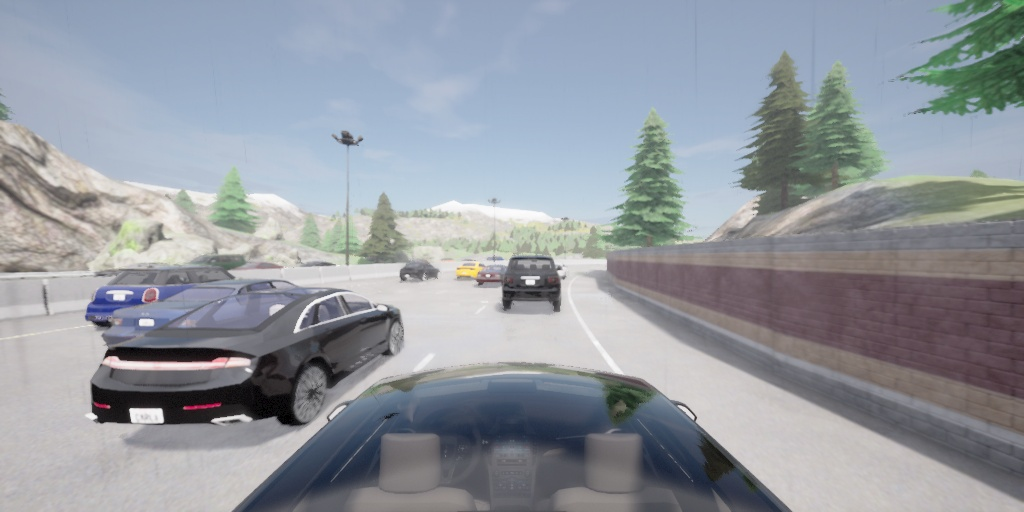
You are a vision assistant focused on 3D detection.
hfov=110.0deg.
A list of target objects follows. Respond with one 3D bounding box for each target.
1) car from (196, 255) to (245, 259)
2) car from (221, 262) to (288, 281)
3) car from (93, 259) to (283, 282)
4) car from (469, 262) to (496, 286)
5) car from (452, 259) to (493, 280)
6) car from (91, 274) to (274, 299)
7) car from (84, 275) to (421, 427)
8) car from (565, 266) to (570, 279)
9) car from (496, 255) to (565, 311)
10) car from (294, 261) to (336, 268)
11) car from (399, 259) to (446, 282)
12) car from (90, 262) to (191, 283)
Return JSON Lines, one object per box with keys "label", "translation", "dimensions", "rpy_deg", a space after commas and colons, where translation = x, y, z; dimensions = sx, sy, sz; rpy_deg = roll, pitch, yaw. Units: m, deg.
{"label": "car", "translation": [-25.271, 0.921, 30.251], "dimensions": [2.150, 2.045, 5.566], "rpy_deg": [0, 0, 11]}
{"label": "car", "translation": [-21.647, 1.237, 30.451], "dimensions": [1.812, 1.442, 4.674], "rpy_deg": [0, 0, 11]}
{"label": "car", "translation": [-9.923, 1.080, 11.308], "dimensions": [2.097, 1.767, 4.553], "rpy_deg": [0, 0, 4]}
{"label": "car", "translation": [-1.081, 1.321, 25.527], "dimensions": [2.033, 1.411, 5.357], "rpy_deg": [0, 0, 11]}
{"label": "car", "translation": [-3.328, 1.251, 31.671], "dimensions": [1.882, 1.535, 5.008], "rpy_deg": [0, 0, 13]}
{"label": "car", "translation": [-6.615, 1.284, 9.146], "dimensions": [2.033, 1.411, 5.357], "rpy_deg": [0, 0, 4]}
{"label": "car", "translation": [-3.240, 1.235, 5.671], "dimensions": [2.128, 1.511, 4.902], "rpy_deg": [0, 0, 2]}
{"label": "car", "translation": [4.088, 1.324, 32.641], "dimensions": [1.812, 1.442, 4.674], "rpy_deg": [0, 0, 14]}
{"label": "car", "translation": [0.900, 0.989, 14.862], "dimensions": [2.150, 2.045, 5.566], "rpy_deg": [0, 0, 6]}
{"label": "car", "translation": [-17.743, 1.231, 32.098], "dimensions": [1.837, 1.490, 4.892], "rpy_deg": [0, 0, 12]}
{"label": "car", "translation": [-7.409, 1.262, 29.320], "dimensions": [1.837, 1.490, 4.892], "rpy_deg": [0, 0, 11]}
{"label": "car", "translation": [-29.165, 1.231, 28.459], "dimensions": [2.033, 1.411, 5.357], "rpy_deg": [0, 0, 10]}
